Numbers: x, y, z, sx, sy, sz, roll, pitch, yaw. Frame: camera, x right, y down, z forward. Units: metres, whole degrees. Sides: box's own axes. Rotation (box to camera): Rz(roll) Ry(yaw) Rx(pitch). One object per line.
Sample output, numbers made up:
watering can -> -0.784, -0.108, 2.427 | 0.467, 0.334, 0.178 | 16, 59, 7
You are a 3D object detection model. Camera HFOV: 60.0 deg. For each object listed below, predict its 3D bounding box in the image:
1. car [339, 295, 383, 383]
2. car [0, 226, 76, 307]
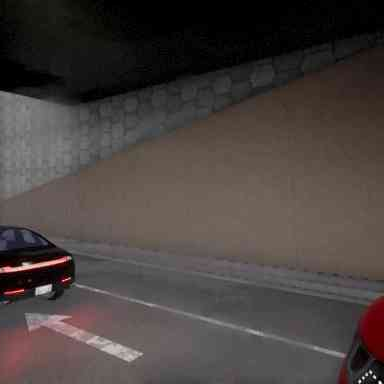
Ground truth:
car -> 3.617, 1.221, 1.363 | 5.566, 2.045, 2.150 | 0, 0, 35
car -> -4.557, 1.492, 7.222 | 4.902, 1.511, 2.128 | 0, 0, 36
